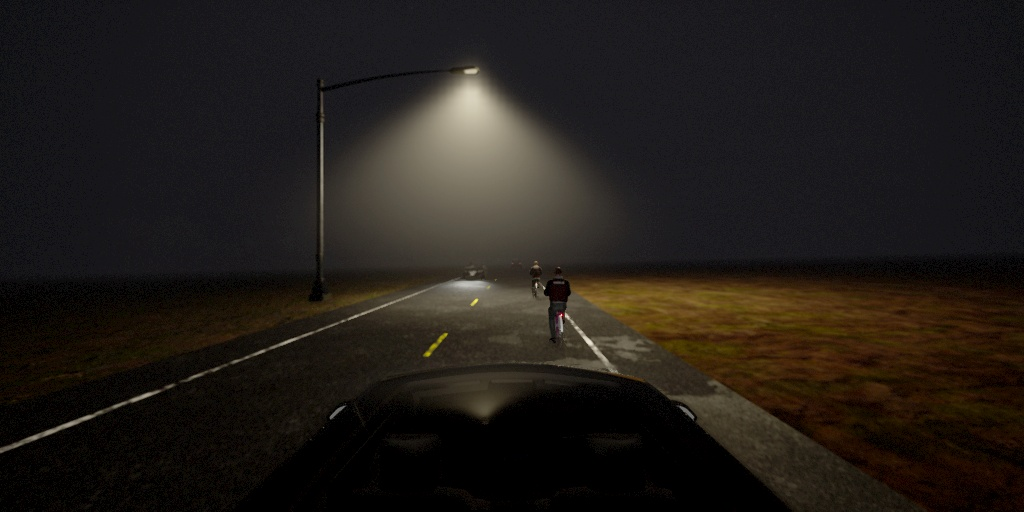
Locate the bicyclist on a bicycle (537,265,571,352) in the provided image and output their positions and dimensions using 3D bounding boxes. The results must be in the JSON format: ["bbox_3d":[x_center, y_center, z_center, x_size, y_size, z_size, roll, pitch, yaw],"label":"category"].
[{"bbox_3d":[1.012,1.122,8.084,0.659,1.776,1.843,0,0,1],"label":"bicyclist on a bicycle"}]

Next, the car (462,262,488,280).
[{"bbox_3d":[-3.208,1.250,31.851,2.128,1.511,4.902,0,0,1],"label":"car"}]

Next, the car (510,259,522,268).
[{"bbox_3d":[0.722,1.330,60.314,2.033,1.411,5.357,0,0,0],"label":"car"}]

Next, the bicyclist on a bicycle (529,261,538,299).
[{"bbox_3d":[1.133,1.124,17.054,0.659,1.776,1.843,0,0,1],"label":"bicyclist on a bicycle"}]
